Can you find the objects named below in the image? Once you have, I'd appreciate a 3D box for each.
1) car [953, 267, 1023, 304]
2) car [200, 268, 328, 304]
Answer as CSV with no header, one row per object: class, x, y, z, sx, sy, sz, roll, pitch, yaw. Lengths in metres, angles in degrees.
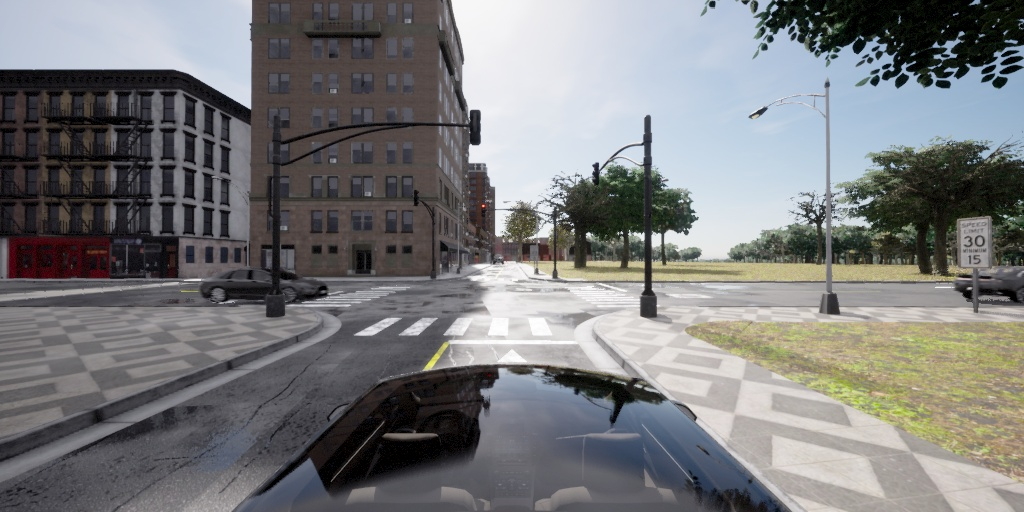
car,22.232,1.221,15.468,4.902,1.511,2.128,0,-1,0
car,-10.554,1.278,15.458,4.892,1.490,1.837,0,-1,0
